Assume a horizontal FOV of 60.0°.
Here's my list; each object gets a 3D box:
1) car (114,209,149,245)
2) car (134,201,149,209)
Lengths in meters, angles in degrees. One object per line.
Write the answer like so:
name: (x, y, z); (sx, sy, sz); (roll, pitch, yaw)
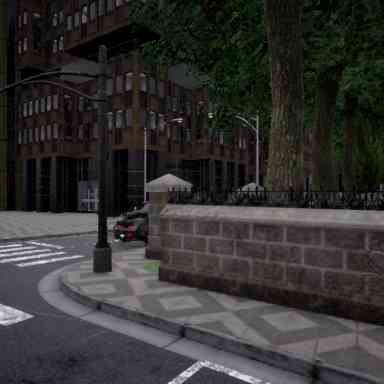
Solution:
car: (-1.803, 1.799, 17.275); (1.837, 1.490, 4.892); (0, -1, 35)
car: (-2.364, 1.584, 22.003); (2.150, 2.045, 5.566); (0, -1, 35)
